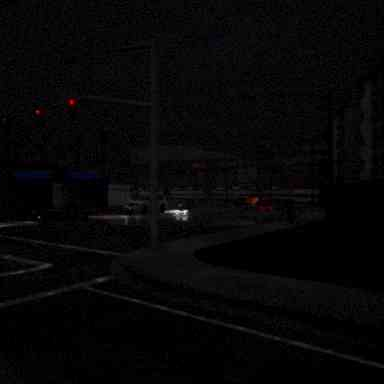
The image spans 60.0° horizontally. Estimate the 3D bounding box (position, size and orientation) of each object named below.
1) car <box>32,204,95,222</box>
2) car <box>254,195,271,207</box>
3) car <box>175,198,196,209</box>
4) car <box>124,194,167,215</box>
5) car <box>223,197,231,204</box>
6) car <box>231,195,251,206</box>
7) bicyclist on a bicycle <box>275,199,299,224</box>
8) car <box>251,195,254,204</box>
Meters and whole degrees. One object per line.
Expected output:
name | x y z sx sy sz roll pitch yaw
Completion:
car | -10.443 1.628 27.244 1.895 1.301 4.718 0 0 35
car | 11.419 1.550 53.194 1.812 1.442 4.674 0 0 5
car | -0.870 1.521 44.750 2.128 1.511 4.902 0 0 16
car | -4.838 1.249 35.484 2.150 2.045 5.566 0 0 29
car | 7.399 1.599 64.599 1.994 1.385 4.181 0 0 -12
car | 8.108 1.576 55.392 2.033 1.411 5.357 0 0 2
bicyclist on a bicycle | 6.262 1.309 22.036 1.656 1.620 0.582 0 0 36
car | 11.453 1.382 62.051 2.097 1.767 4.553 0 0 -8
